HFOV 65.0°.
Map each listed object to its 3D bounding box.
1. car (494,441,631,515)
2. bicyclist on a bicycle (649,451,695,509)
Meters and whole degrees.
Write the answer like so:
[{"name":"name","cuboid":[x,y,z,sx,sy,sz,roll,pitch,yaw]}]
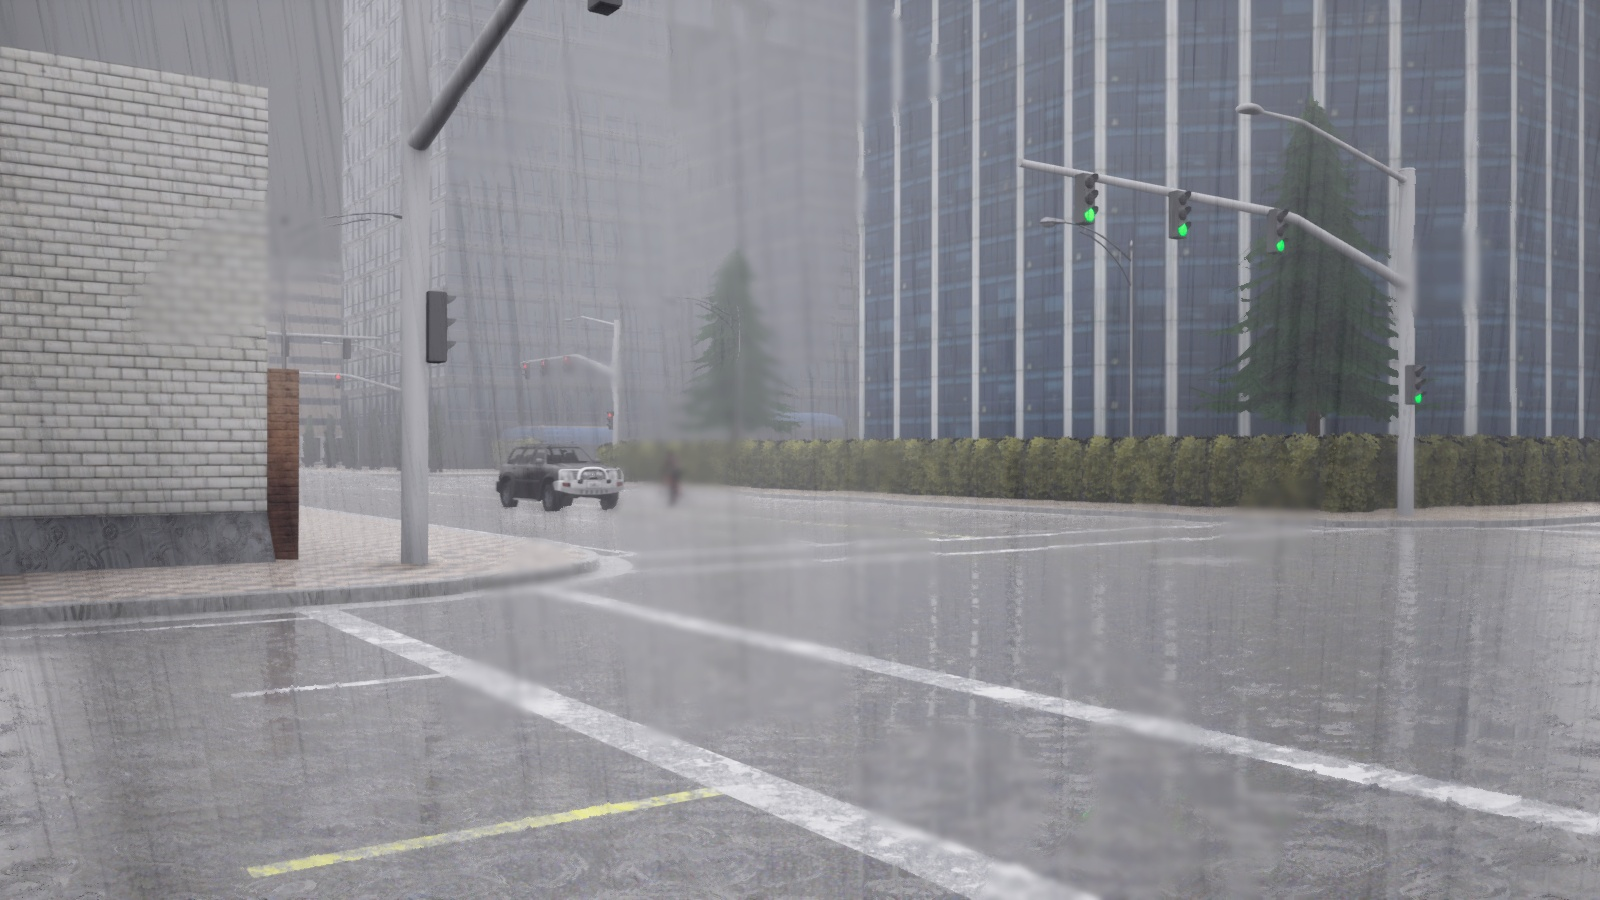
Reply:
[{"name":"car","cuboid":[-6.490,0.714,33.942,1.932,1.855,4.605,0,0,-35]},{"name":"bicyclist on a bicycle","cuboid":[-3.673,0.849,36.020,0.582,1.620,1.656,0,-1,-35]}]
